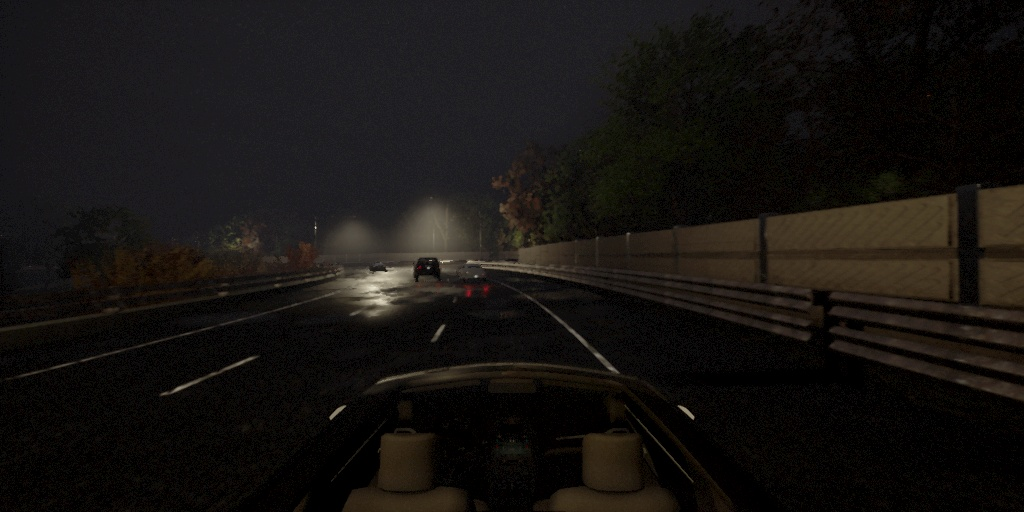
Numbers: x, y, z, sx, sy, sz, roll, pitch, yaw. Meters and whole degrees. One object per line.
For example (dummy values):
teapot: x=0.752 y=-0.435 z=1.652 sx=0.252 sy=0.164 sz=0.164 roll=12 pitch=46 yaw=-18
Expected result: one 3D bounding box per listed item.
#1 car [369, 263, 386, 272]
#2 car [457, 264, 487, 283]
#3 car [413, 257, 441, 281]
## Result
car: x=-19.941 y=1.651 z=53.170 sx=1.994 sy=1.385 sz=4.181 roll=-1 pitch=0 yaw=-29
car: x=-3.273 y=1.330 z=29.132 sx=1.812 sy=1.442 sz=4.674 roll=-1 pitch=0 yaw=-15
car: x=-7.632 y=1.100 z=32.207 sx=2.150 sy=2.045 sz=5.566 roll=-1 pitch=0 yaw=-16
